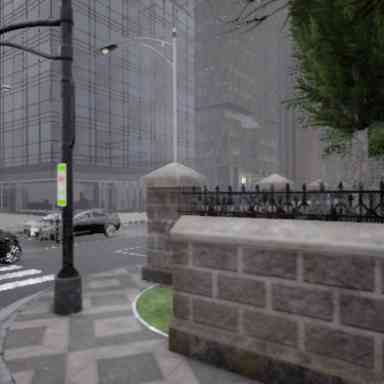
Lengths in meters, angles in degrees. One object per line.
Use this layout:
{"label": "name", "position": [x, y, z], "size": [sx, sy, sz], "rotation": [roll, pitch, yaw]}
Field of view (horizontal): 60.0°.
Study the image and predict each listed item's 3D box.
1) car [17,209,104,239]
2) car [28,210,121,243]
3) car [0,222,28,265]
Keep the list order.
{"label": "car", "position": [-7.589, 1.776, 19.635], "size": [2.008, 1.369, 4.403], "rotation": [-1, -1, 36]}
{"label": "car", "position": [-5.941, 1.689, 17.362], "size": [2.128, 1.511, 4.902], "rotation": [-1, -1, 36]}
{"label": "car", "position": [-6.665, 1.462, 9.385], "size": [2.097, 1.767, 4.553], "rotation": [1, -1, -8]}
